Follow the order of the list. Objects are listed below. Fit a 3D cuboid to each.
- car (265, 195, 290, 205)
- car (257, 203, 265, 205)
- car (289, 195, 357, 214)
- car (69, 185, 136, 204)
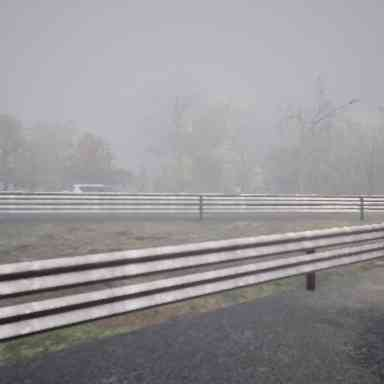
[{"bbox_3d":[9.622,0.961,29.353,5.357,1.411,2.033,1,0,-13],"label":"car"},{"bbox_3d":[8.928,1.003,32.776,4.718,1.301,1.895,1,0,-13],"label":"car"},{"bbox_3d":[10.420,1.028,25.937,4.718,1.301,1.895,1,0,-13],"label":"car"},{"bbox_3d":[-7.742,0.404,29.025,5.566,2.045,2.150,1,0,-13],"label":"car"}]
